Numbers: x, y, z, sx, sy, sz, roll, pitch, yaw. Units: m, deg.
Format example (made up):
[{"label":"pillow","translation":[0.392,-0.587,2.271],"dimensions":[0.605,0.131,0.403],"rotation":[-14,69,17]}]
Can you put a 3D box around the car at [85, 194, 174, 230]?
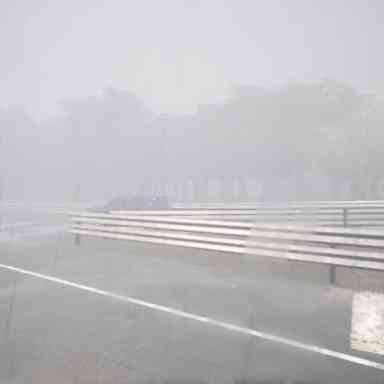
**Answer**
[{"label":"car","translation":[-3.906,1.179,20.601],"dimensions":[5.566,2.045,2.150],"rotation":[0,0,14]}]
